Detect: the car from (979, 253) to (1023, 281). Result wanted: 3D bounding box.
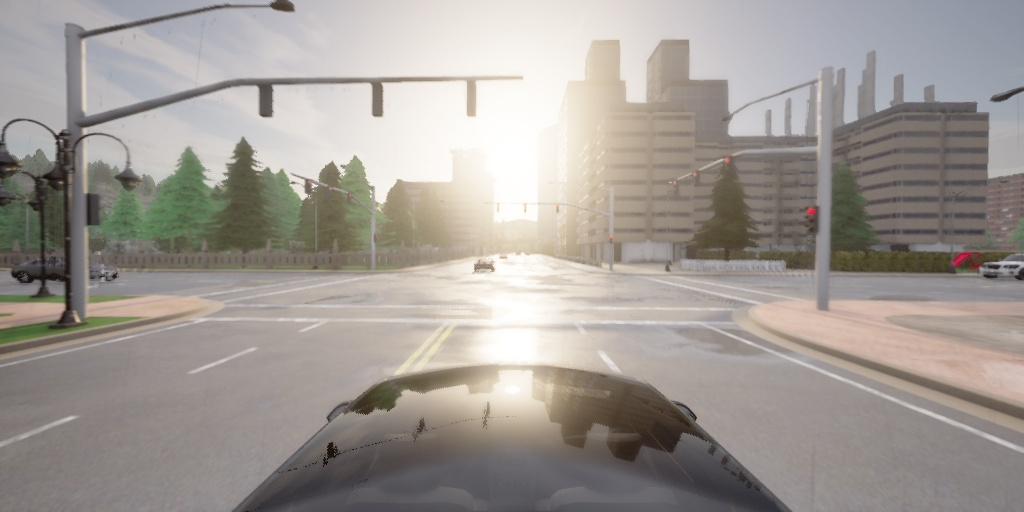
[{"bbox_3d":[38.919,0.803,26.925,5.566,2.045,2.150,0,1,1],"label":"car"}]

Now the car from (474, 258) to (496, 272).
[{"bbox_3d":[-2.620,0.848,35.073,1.895,1.301,4.718,0,1,1],"label":"car"}]

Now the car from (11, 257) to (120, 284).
[{"bbox_3d":[-25.652,0.813,20.701,4.902,1.511,2.128,0,1,1],"label":"car"}]
